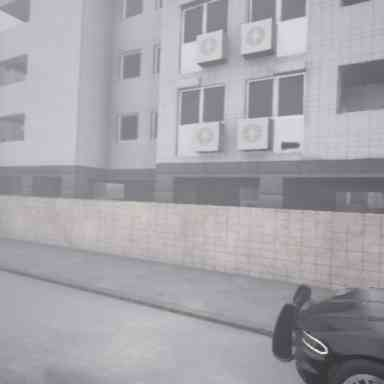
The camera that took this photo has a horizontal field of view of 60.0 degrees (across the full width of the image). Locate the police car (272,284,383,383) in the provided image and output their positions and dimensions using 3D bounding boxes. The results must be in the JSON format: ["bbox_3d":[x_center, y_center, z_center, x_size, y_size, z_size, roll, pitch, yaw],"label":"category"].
[{"bbox_3d":[3.487,1.573,3.235,5.238,1.638,1.930,2,3,30],"label":"police car"}]
